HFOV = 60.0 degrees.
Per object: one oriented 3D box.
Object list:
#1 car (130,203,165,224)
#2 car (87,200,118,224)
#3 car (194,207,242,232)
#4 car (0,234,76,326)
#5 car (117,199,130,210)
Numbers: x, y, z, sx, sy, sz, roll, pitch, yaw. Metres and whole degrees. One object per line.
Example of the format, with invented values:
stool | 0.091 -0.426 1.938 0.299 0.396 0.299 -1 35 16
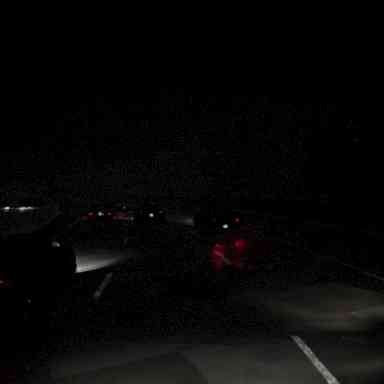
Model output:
car | -3.236 1.534 24.596 1.994 1.385 4.181 0 0 -14
car | -6.826 1.526 24.853 2.033 1.411 5.357 0 0 -15
car | 1.376 1.566 20.172 1.895 1.301 4.718 0 0 -11
car | -3.882 1.563 6.982 1.994 1.385 4.181 0 0 -5
car | -8.852 1.560 41.280 1.895 1.301 4.718 0 0 -23
